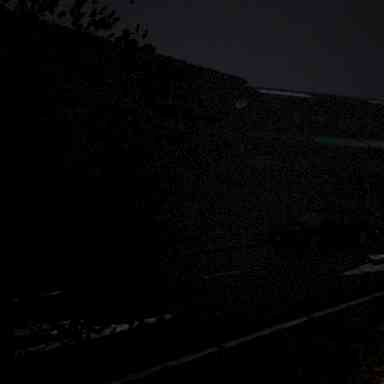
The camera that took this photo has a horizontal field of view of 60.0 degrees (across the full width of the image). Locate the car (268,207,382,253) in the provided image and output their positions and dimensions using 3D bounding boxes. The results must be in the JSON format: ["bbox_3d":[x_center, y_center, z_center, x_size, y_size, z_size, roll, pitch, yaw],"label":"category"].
[{"bbox_3d":[5.384,1.469,13.852,5.008,1.535,2.097,0,0,-32],"label":"car"}]

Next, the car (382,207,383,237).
[{"bbox_3d":[10.041,1.486,16.766,4.792,1.488,2.163,0,0,-31],"label":"car"}]
